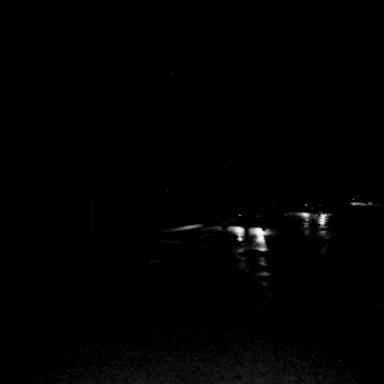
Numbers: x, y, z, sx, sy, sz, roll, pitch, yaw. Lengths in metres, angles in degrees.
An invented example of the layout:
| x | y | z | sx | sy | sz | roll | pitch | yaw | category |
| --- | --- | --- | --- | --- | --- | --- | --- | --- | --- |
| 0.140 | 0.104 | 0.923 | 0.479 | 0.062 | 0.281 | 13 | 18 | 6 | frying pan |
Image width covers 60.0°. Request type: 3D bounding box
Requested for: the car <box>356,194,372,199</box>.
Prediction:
| x | y | z | sx | sy | sz | roll | pitch | yaw | category |
| --- | --- | --- | --- | --- | --- | --- | --- | --- | --- |
| 25.352 | 0.585 | 49.453 | 2.097 | 1.767 | 4.553 | -1 | 0 | 37 | car |

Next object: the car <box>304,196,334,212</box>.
| x | y | z | sx | sy | sz | roll | pitch | yaw | category |
| --- | --- | --- | --- | --- | --- | --- | --- | --- | --- |
| 12.526 | 1.153 | 32.615 | 1.812 | 1.442 | 4.674 | -1 | 1 | 37 | car |

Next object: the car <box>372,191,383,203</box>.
| x | y | z | sx | sy | sz | roll | pitch | yaw | category |
| --- | --- | --- | --- | --- | --- | --- | --- | --- | --- |
| 26.154 | 0.588 | 44.693 | 2.097 | 1.767 | 4.553 | -1 | 0 | 37 | car |

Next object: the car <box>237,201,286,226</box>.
| x | y | z | sx | sy | sz | roll | pitch | yaw | category |
| --- | --- | --- | --- | --- | --- | --- | --- | --- | --- |
| 4.823 | 1.387 | 22.420 | 1.812 | 1.442 | 4.674 | -1 | 0 | 37 | car |
